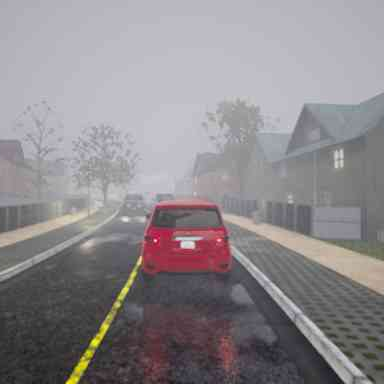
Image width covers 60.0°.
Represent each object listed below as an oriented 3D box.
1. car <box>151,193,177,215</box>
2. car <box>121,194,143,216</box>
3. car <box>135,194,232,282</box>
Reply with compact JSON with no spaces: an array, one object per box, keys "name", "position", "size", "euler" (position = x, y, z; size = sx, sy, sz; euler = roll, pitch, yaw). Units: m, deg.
[{"name":"car","position":[-3.048,1.192,34.783],"size":[2.150,2.045,5.566],"euler":[0,0,-10]},{"name":"car","position":[-5.702,1.185,32.882],"size":[2.150,2.045,5.566],"euler":[0,0,-10]},{"name":"car","position":[-0.233,1.223,9.905],"size":[2.150,2.045,5.566],"euler":[0,0,-3]}]
